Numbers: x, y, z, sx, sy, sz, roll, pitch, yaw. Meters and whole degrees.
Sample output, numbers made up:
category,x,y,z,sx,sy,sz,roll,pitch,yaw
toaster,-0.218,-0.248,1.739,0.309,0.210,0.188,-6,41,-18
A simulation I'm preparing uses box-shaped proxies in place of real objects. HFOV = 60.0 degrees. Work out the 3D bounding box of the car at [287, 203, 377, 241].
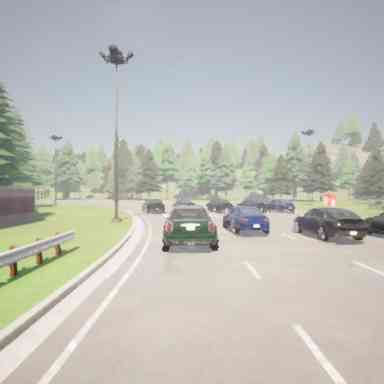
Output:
category,x,y,z,sx,sy,sz,roll,pitch,yaw
car,6.683,1.505,16.602,1.837,1.490,4.892,1,0,-5

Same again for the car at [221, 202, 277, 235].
category,x,y,z,sx,sy,sz,roll,pitch,yaw
car,2.965,1.525,18.845,1.812,1.442,4.674,0,0,-6

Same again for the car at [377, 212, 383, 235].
category,x,y,z,sx,sy,sz,roll,pitch,yaw
car,10.194,1.564,16.323,1.994,1.385,4.181,0,0,-4

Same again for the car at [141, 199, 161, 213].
category,x,y,z,sx,sy,sz,roll,pitch,yaw
car,-4.329,1.504,36.510,1.837,1.490,4.892,1,-1,-18

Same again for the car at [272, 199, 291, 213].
category,x,y,z,sx,sy,sz,roll,pitch,yaw
car,9.865,1.525,37.791,1.812,1.442,4.674,0,0,-16

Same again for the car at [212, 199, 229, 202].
category,x,y,z,sx,sy,sz,roll,pitch,yaw
car,2.878,1.504,36.802,1.837,1.490,4.892,1,0,-17

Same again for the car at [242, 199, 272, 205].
category,x,y,z,sx,sy,sz,roll,pitch,yaw
car,6.502,1.504,36.833,1.837,1.490,4.892,1,0,-16

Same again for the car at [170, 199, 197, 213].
category,x,y,z,sx,sy,sz,roll,pitch,yaw
car,-1.018,1.525,37.572,1.812,1.442,4.674,0,0,-18

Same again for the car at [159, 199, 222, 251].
category,x,y,z,sx,sy,sz,roll,pitch,yaw
car,-0.181,1.352,14.391,2.097,1.767,4.553,0,0,-3

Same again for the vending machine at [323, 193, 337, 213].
category,x,y,z,sx,sy,sz,roll,pitch,yaw
vending machine,14.715,1.195,35.478,1.100,2.100,0.880,0,0,-14
